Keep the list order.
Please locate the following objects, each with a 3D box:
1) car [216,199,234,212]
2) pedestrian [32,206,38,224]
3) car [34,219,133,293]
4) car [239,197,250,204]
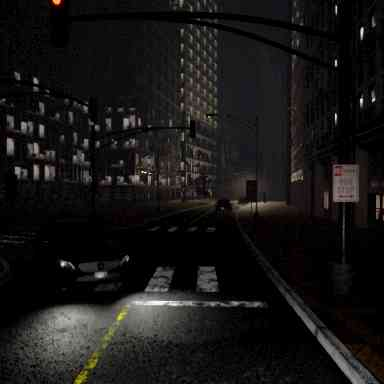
[{"bbox_3d":[4.000,1.595,40.921,1.837,1.490,4.892,0,0,10],"label":"car"},{"bbox_3d":[-9.371,1.346,19.865,0.500,1.100,0.500,0,0,17],"label":"pedestrian"},{"bbox_3d":[-3.181,1.522,9.192,1.812,1.442,4.674,1,-1,-32],"label":"car"},{"bbox_3d":[10.749,1.765,68.382,1.837,1.490,4.892,0,0,17],"label":"car"}]
